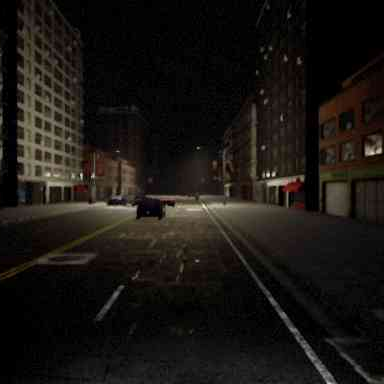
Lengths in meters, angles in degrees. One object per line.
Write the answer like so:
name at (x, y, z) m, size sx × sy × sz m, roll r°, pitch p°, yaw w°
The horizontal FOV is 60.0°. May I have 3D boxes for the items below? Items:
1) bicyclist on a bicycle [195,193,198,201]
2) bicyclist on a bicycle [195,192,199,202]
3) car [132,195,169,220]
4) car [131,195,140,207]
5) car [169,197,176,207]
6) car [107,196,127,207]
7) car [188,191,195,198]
bicyclist on a bicycle at (0.888, 0.927, 68.228) m, size 0.582 × 1.620 × 1.656 m, roll 0°, pitch 0°, yaw 0°
bicyclist on a bicycle at (0.888, 0.914, 59.223) m, size 0.659 × 1.776 × 1.843 m, roll 0°, pitch 1°, yaw 0°
car at (-3.153, 1.273, 26.214) m, size 1.882 × 1.535 × 5.008 m, roll 0°, pitch 1°, yaw 0°
car at (-6.591, 1.171, 42.792) m, size 1.837 × 1.490 × 4.892 m, roll 0°, pitch 1°, yaw 0°
car at (-3.155, 1.265, 43.407) m, size 1.895 × 1.301 × 4.718 m, roll 0°, pitch 0°, yaw 0°
car at (-9.836, 1.224, 43.979) m, size 1.994 × 1.385 × 4.181 m, roll 0°, pitch 0°, yaw 0°
car at (-0.008, 0.554, 88.110) m, size 2.097 × 1.767 × 4.553 m, roll 0°, pitch 0°, yaw 0°
